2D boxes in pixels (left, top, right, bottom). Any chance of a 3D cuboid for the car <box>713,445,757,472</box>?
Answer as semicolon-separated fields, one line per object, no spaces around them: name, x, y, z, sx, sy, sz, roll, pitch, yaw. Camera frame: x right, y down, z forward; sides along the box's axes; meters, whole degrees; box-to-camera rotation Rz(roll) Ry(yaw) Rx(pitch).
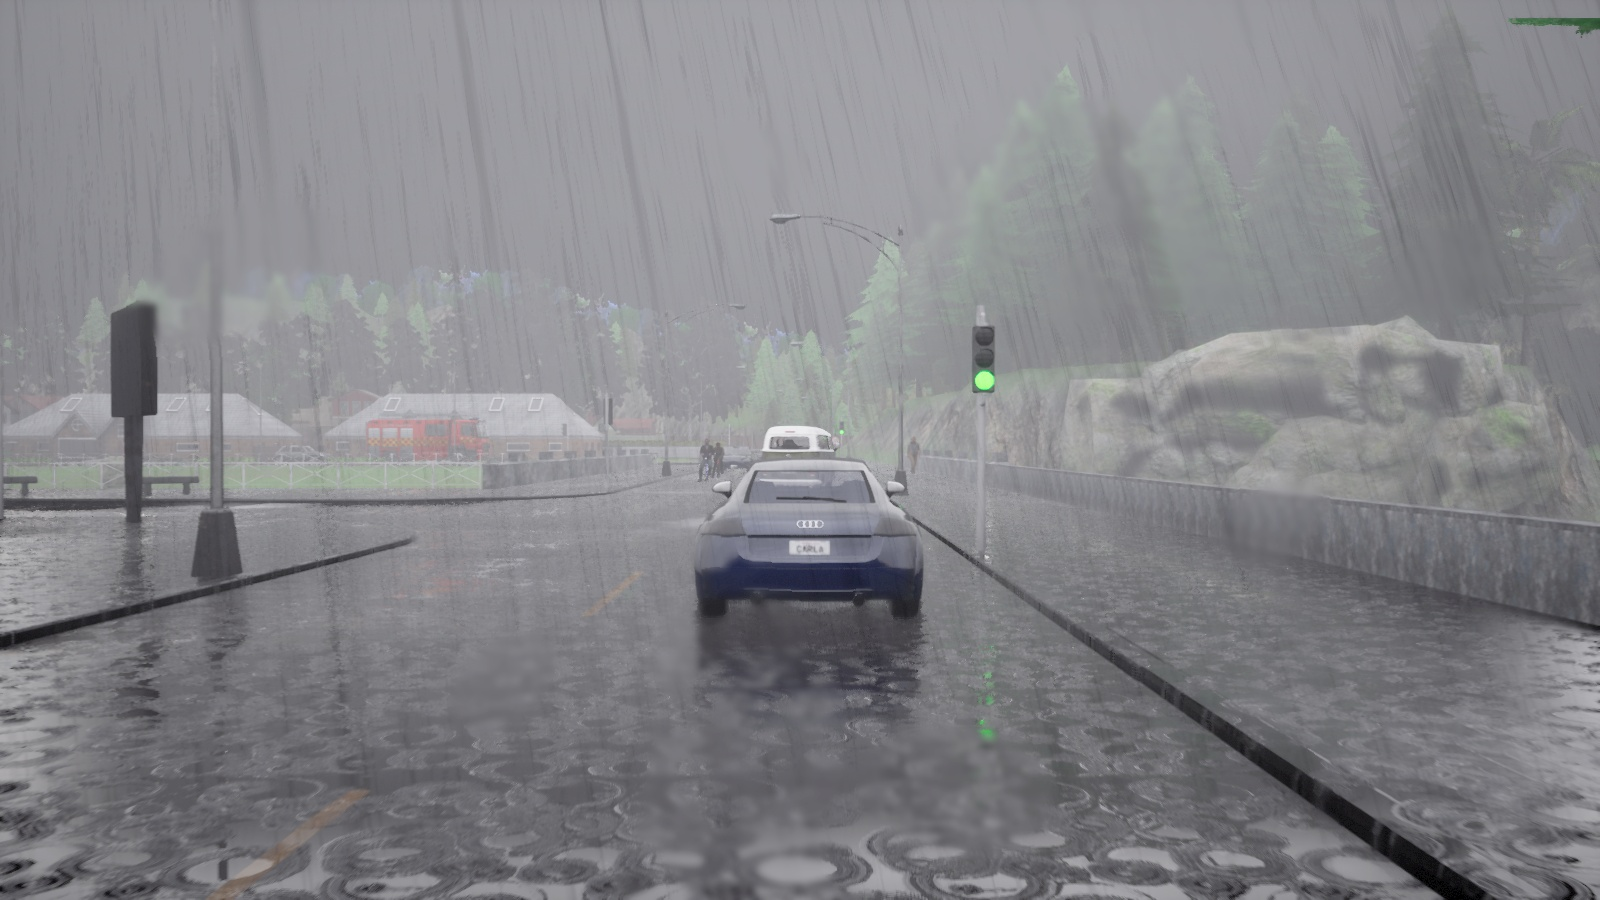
car;-3.583;0.463;70.353;2.163;1.488;4.792;0;0;0

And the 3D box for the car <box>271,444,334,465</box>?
car;-36.533;0.314;92.301;3.806;1.475;1.970;0;0;0

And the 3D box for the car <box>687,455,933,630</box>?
car;0.087;0.761;12.290;1.994;1.385;4.181;0;0;0

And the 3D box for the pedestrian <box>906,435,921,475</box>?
pedestrian;5.311;0.226;58.927;0.540;1.848;0.694;0;0;-8

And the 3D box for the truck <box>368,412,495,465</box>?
truck;-27.007;-0.808;92.245;8.468;3.827;2.891;0;0;0

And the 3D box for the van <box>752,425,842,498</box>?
van;-0.012;0.320;37.493;2.069;2.038;4.480;0;0;8
